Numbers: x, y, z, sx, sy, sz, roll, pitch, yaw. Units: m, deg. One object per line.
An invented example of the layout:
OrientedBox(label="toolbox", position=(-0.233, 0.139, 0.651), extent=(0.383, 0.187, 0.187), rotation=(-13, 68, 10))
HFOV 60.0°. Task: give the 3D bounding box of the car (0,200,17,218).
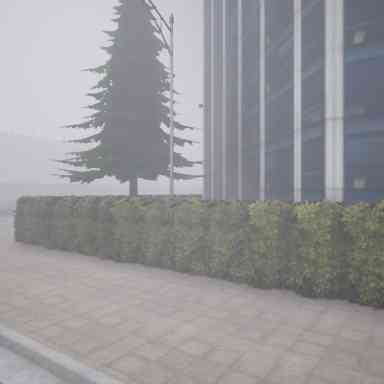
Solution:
OrientedBox(label="car", position=(-15.562, 1.435, 26.762), extent=(2.128, 1.511, 4.902), rotation=(0, 0, 35))
